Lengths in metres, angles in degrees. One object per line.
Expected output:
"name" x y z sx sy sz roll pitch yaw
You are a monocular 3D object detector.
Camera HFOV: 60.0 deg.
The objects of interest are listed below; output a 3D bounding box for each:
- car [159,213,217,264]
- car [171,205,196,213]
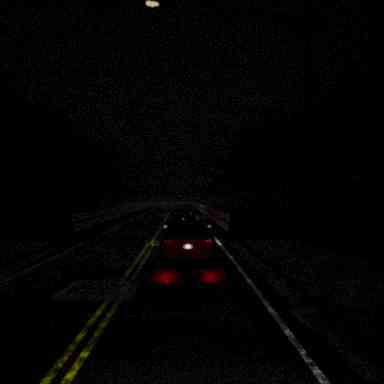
"car" -0.173 1.729 12.585 1.994 1.385 4.181 0 -1 -1
"car" -0.705 1.848 27.303 2.128 1.511 4.902 0 -1 -2
